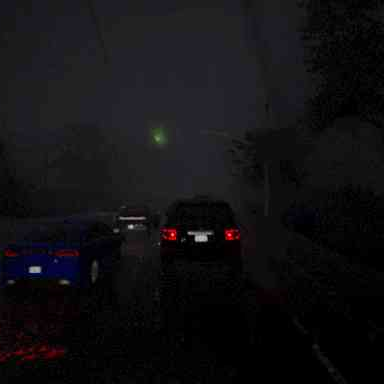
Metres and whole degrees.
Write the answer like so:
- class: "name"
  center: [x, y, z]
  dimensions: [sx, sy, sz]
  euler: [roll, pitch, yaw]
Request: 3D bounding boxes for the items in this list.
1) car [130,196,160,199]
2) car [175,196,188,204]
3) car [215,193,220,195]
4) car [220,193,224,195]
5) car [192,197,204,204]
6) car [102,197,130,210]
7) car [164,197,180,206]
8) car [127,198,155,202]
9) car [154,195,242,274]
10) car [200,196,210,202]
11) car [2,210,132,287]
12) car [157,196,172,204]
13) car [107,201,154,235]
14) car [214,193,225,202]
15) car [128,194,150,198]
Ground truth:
- class: "car"
  center: [-5.433, 1.545, 38.785]
  dimensions: [1.882, 1.535, 5.008]
  euler: [0, 0, 5]
- class: "car"
  center: [-2.097, 1.598, 68.370]
  dimensions: [1.882, 1.535, 5.008]
  euler: [0, 0, 8]
- class: "car"
  center: [1.088, 1.273, 29.222]
  dimensions: [2.150, 2.045, 5.566]
  euler: [0, 0, 4]
- class: "car"
  center: [5.042, 1.474, 68.819]
  dimensions: [2.097, 1.767, 4.553]
  euler: [0, 0, 9]
- class: "car"
  center: [1.241, 1.643, 65.984]
  dimensions: [1.812, 1.442, 4.674]
  euler: [0, -1, 7]
- class: "car"
  center: [-8.960, 1.630, 38.579]
  dimensions: [1.994, 1.385, 4.181]
  euler: [0, 0, 5]
- class: "car"
  center: [-3.446, 1.666, 58.080]
  dimensions: [1.994, 1.385, 4.181]
  euler: [0, 0, 7]
- class: "car"
  center: [-2.973, 1.601, 30.746]
  dimensions: [2.033, 1.411, 5.357]
  euler: [0, 0, 43]
- class: "car"
  center: [0.280, 1.240, 10.794]
  dimensions: [2.150, 2.045, 5.566]
  euler: [0, 0, 1]
- class: "car"
  center: [3.087, 1.665, 79.109]
  dimensions: [1.812, 1.442, 4.674]
  euler: [0, 0, 10]
- class: "car"
  center: [-3.243, 1.494, 9.449]
  dimensions: [1.882, 1.535, 5.008]
  euler: [0, 0, 1]
- class: "car"
  center: [-5.616, 1.626, 68.480]
  dimensions: [2.128, 1.511, 4.902]
  euler: [0, 0, 8]
- class: "car"
  center: [-2.941, 1.525, 18.960]
  dimensions: [2.128, 1.511, 4.902]
  euler: [0, 0, 2]
- class: "car"
  center: [6.618, 1.235, 79.021]
  dimensions: [2.150, 2.045, 5.566]
  euler: [0, 0, 10]
- class: "car"
  center: [-8.127, 1.304, 47.899]
  dimensions: [2.150, 2.045, 5.566]
  euler: [0, 0, 6]
